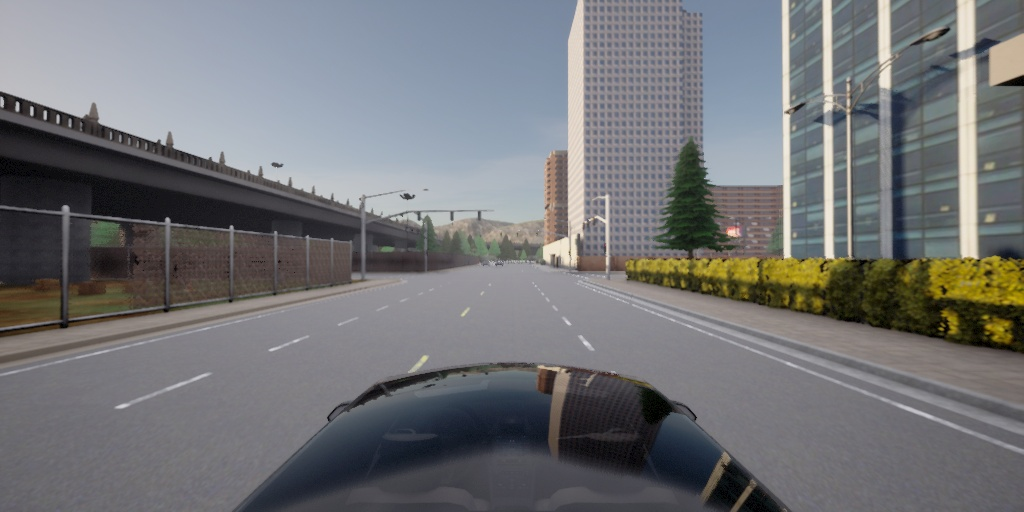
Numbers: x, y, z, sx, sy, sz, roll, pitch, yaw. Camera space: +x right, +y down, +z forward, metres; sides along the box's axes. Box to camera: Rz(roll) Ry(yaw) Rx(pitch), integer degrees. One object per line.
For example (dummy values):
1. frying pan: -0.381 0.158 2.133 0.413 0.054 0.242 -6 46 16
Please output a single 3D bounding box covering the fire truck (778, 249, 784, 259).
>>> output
1. fire truck: 41.227 0.496 49.009 8.468 3.827 2.891 0 -1 0
